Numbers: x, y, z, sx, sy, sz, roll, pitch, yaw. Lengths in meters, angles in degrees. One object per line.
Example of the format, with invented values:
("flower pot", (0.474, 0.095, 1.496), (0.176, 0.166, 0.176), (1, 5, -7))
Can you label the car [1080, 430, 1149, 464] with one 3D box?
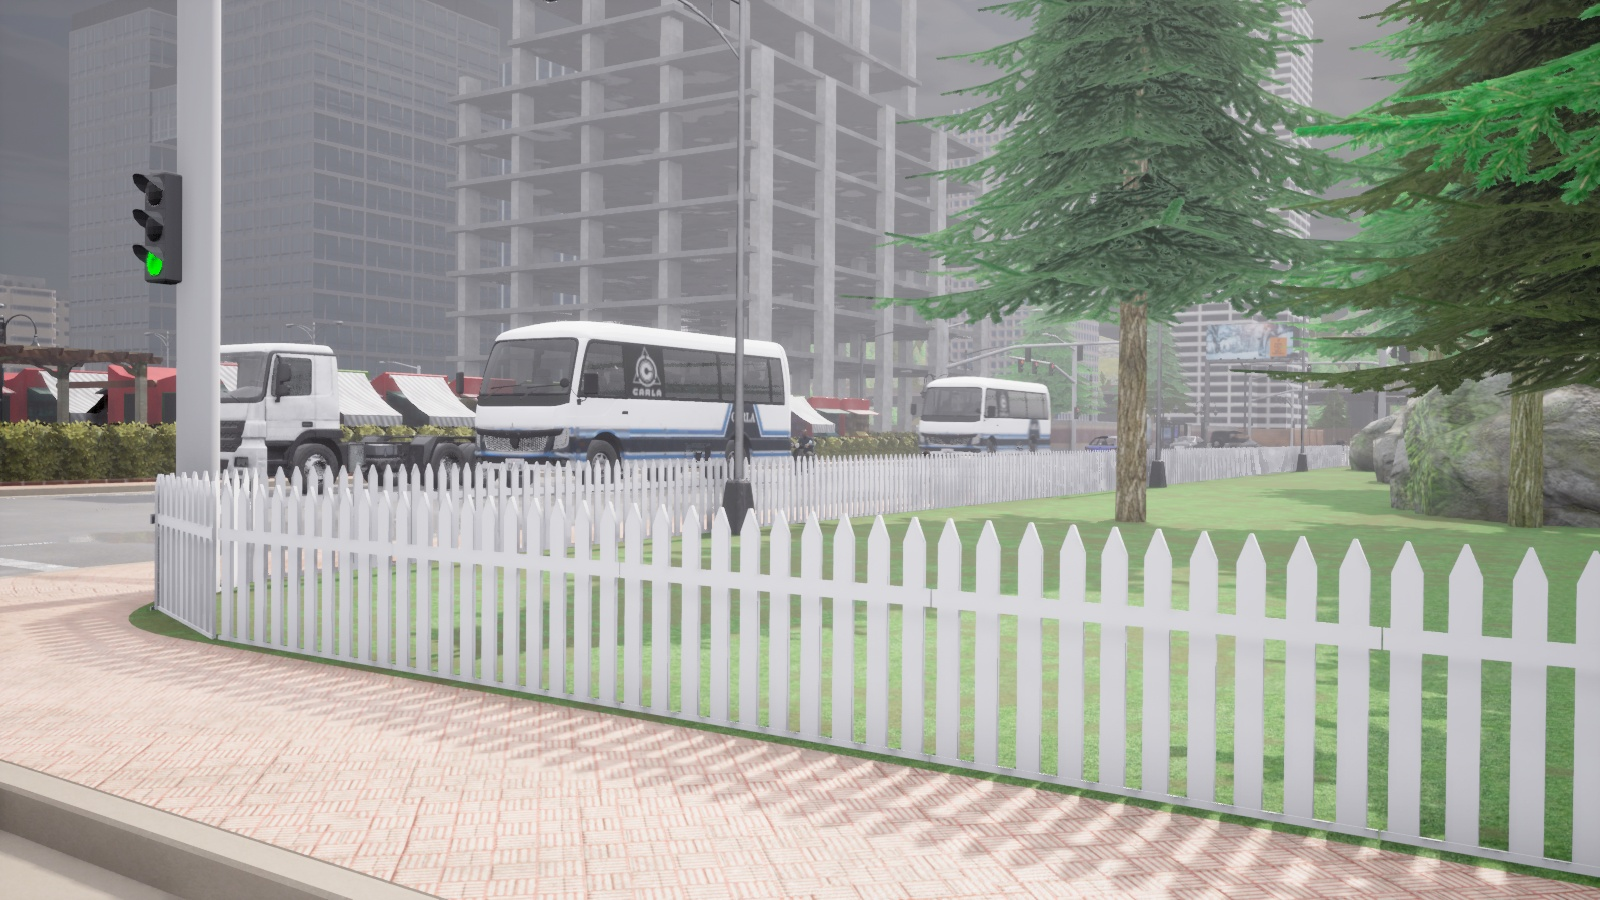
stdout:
("car", (14.279, -0.162, 56.946), (1.816, 1.474, 4.193), (0, 1, 32))

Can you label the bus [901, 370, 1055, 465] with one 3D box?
("bus", (8.990, -1.573, 62.000), (3.944, 4.253, 10.273), (1, 1, 30))

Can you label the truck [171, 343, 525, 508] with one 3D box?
("truck", (-10.611, -0.571, 30.501), (2.891, 3.462, 7.936), (0, 1, 32))

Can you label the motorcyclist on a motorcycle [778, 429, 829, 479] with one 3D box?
("motorcyclist on a motorcycle", (0.136, 0.121, 41.217), (0.866, 1.590, 1.817), (0, 1, 30))

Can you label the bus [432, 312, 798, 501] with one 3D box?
("bus", (-4.467, -1.065, 33.699), (3.944, 4.253, 10.273), (0, 1, 32))

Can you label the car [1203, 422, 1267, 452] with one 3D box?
("car", (28.081, -0.857, 81.026), (3.866, 1.878, 1.905), (-1, 1, -34))

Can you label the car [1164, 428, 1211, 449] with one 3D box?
("car", (28.794, -0.845, 93.194), (2.128, 1.511, 4.902), (0, 1, 32))
